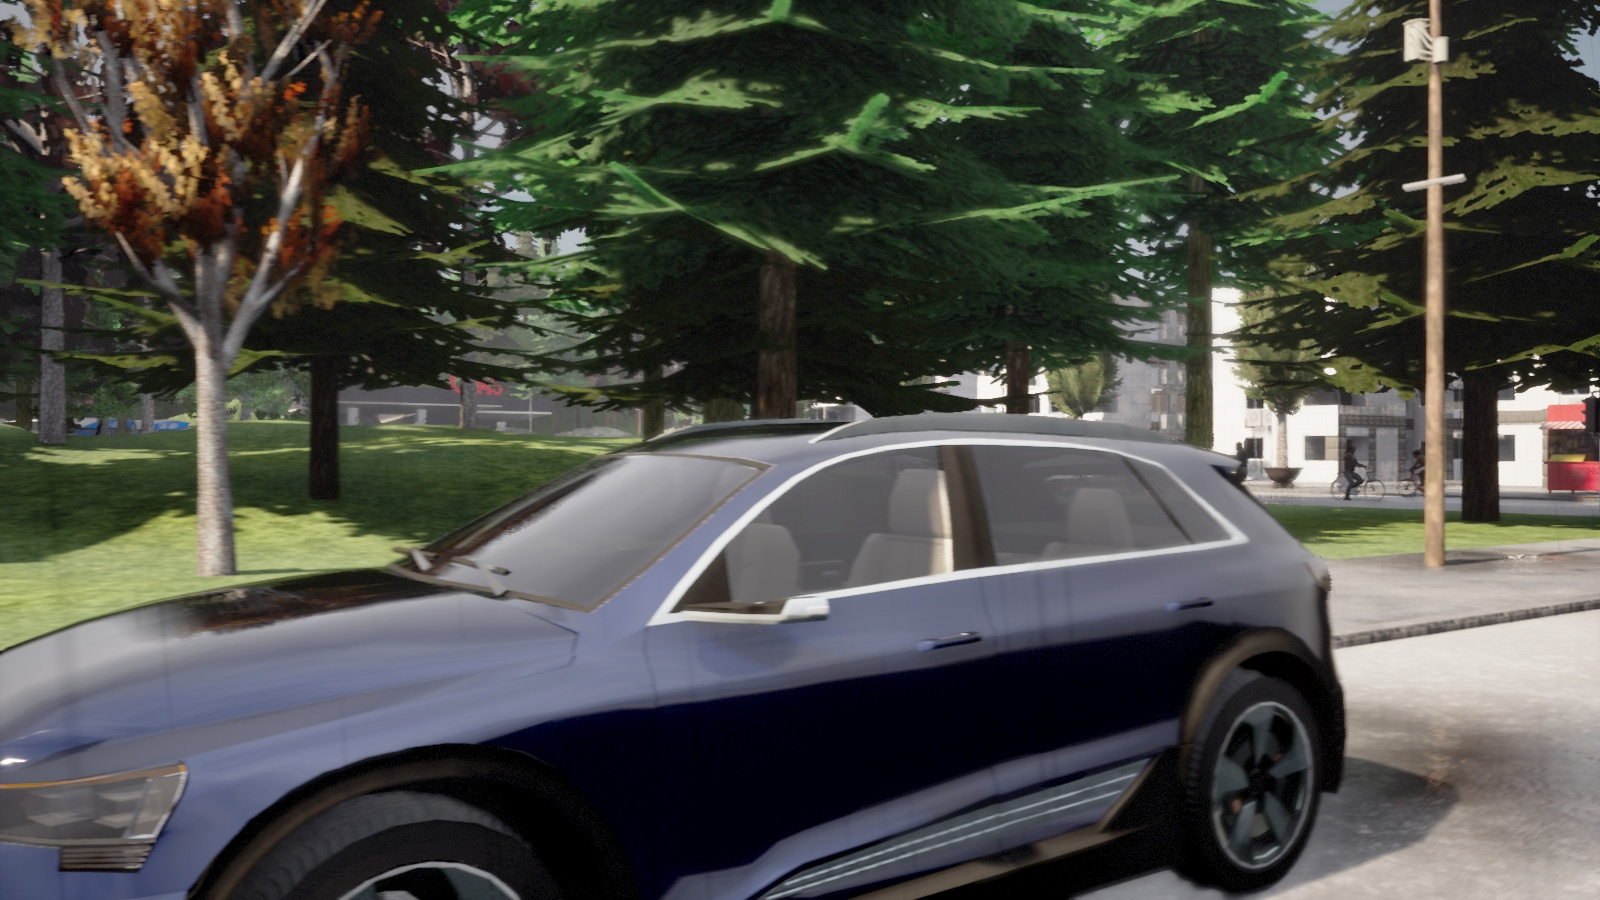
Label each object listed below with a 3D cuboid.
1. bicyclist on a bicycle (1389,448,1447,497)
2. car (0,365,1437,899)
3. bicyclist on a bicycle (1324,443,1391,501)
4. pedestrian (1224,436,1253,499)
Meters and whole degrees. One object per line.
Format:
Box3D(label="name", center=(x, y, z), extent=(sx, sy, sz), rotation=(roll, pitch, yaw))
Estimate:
Box3D(label="bicyclist on a bicycle", center=(20.721, 0.757, 42.122), extent=(0.582, 1.620, 1.656), rotation=(0, 0, -35))
Box3D(label="car", center=(-0.161, 0.685, 4.165), extent=(4.856, 1.649, 2.033), rotation=(0, 0, -36))
Box3D(label="bicyclist on a bicycle", center=(17.588, 0.676, 39.659), extent=(0.659, 1.776, 1.843), rotation=(0, 0, -35))
Box3D(label="pedestrian", center=(12.937, 0.518, 37.030), extent=(0.370, 1.835, 0.726), rotation=(0, 0, -31))
